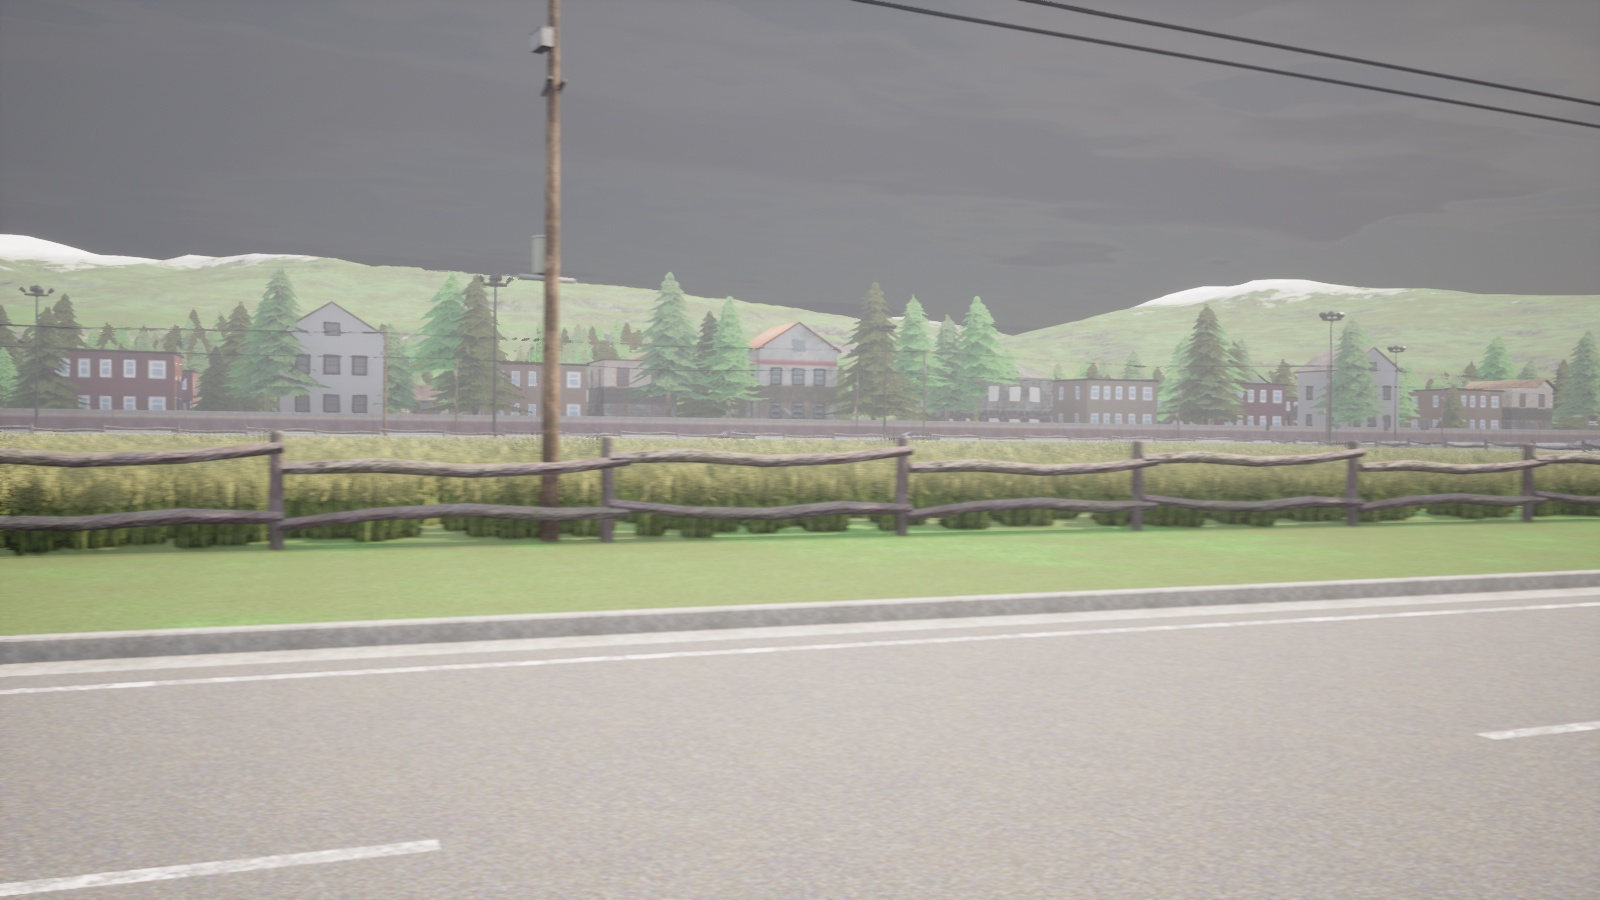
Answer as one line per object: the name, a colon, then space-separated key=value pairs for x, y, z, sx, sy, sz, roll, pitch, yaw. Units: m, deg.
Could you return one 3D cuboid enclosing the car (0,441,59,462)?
car: x=-51.972 y=0.108 z=83.177 sx=4.718 sy=1.301 sz=1.895 roll=-1 pitch=1 yaw=-21
